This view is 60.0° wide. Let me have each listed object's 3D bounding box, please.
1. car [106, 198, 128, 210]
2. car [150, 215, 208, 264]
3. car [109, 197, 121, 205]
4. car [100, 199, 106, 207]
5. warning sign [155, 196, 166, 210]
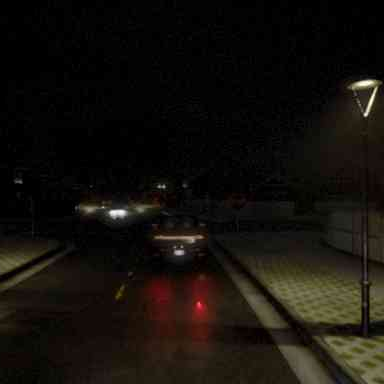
[{"bbox_3d":[-11.263,1.915,49.754,2.128,1.511,4.902,0,0,-18],"label":"car"},{"bbox_3d":[-0.487,1.586,12.173,2.128,1.511,4.902,0,0,-3],"label":"car"},{"bbox_3d":[-17.216,1.971,74.041,2.128,1.511,4.902,0,0,-19],"label":"car"},{"bbox_3d":[-16.580,2.027,64.410,1.882,1.535,5.008,0,0,-21],"label":"car"},{"bbox_3d":[-4.273,1.465,45.681,1.300,1.860,1.060,1,0,-16],"label":"warning sign"}]
